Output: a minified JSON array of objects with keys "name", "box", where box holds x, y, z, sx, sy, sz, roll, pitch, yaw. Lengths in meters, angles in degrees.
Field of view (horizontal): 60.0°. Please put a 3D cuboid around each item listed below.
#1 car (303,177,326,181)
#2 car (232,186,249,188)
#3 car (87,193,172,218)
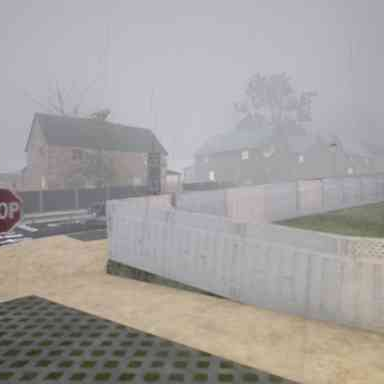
[{"name":"car","box":[11.581,-0.623,32.135,4.553,1.767,2.097,-4,3,-42]},{"name":"car","box":[3.694,0.208,25.506,4.718,1.301,1.895,-4,3,-40]},{"name":"car","box":[-3.595,0.745,19.371,4.718,1.301,1.895,-4,3,-40]}]
